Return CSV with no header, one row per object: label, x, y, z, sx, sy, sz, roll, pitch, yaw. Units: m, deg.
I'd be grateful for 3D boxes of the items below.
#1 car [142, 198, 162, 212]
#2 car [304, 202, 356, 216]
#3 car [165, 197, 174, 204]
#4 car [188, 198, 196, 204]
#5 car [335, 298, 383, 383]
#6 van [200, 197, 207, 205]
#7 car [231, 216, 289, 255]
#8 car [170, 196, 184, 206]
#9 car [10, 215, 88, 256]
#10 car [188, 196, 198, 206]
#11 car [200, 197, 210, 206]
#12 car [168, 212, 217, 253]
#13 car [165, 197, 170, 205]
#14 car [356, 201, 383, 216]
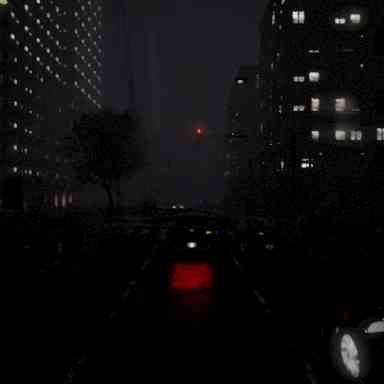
car,-5.692,1.770,46.102,2.192,1.841,5.009,0,-1,0
car,13.426,1.662,33.120,4.403,1.369,2.008,-1,0,-1
car,-5.692,2.183,84.759,2.192,1.841,5.009,0,-1,0
car,0.000,2.255,85.842,2.128,1.511,4.902,0,-1,0
car,2.690,1.576,2.647,2.008,1.369,4.403,0,-1,0
van,2.689,2.147,79.237,1.690,1.788,3.998,0,-1,0
car,2.689,1.681,13.713,2.008,1.369,4.403,0,-1,0
car,-3.000,1.951,71.878,2.150,2.045,5.566,0,-1,0
car,-5.691,1.675,13.713,1.887,1.381,4.507,0,-1,0
car,0.000,2.265,74.169,1.812,1.442,4.674,0,-1,0
car,2.689,2.252,68.189,1.947,1.339,4.313,0,-1,0
car,0.015,1.643,14.283,1.837,1.490,4.892,0,0,1
car,-5.692,2.372,79.235,1.947,1.339,4.313,0,-1,0
car,18.823,1.562,33.175,4.829,1.417,1.752,-1,0,-1
